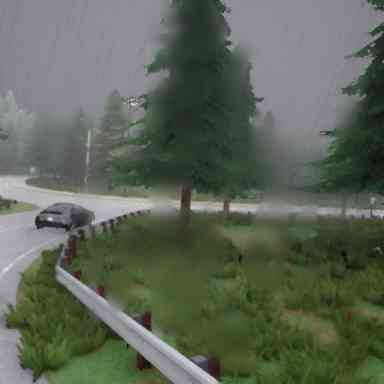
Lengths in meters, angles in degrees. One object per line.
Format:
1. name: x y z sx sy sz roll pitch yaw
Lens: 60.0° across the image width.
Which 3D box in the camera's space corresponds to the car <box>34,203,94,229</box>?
1. car: -7.192 1.315 19.213 1.994 1.385 4.181 5 2 4
